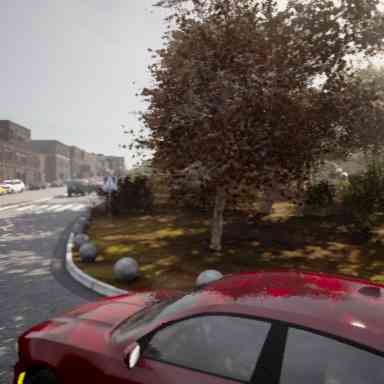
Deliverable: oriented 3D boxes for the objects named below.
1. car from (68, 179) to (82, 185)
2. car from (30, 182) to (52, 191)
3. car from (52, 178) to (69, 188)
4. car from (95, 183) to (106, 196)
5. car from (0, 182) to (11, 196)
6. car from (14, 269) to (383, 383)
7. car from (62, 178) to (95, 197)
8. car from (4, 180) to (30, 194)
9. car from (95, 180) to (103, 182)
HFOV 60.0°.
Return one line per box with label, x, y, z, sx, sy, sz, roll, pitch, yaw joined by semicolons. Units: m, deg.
car;-30.844;-2.619;88.029;2.231;1.521;4.892;-1;3;-4
car;-28.690;-1.107;62.163;2.163;1.488;4.792;-1;3;-5
car;-29.583;-1.769;73.195;2.231;1.521;4.892;-1;3;-5
car;-12.407;-0.256;47.596;1.994;1.385;4.181;-1;3;-4
car;-27.326;-0.178;45.389;1.946;1.575;5.366;-1;3;-5
car;0.607;1.473;2.866;5.008;1.535;1.882;-1;0;29
car;-15.554;-0.483;45.954;2.150;2.045;5.566;-1;3;-4
car;-27.794;-0.757;51.155;2.435;2.045;5.566;-1;3;-5
car;-16.457;-0.799;56.371;1.837;1.490;4.892;-1;3;-4
